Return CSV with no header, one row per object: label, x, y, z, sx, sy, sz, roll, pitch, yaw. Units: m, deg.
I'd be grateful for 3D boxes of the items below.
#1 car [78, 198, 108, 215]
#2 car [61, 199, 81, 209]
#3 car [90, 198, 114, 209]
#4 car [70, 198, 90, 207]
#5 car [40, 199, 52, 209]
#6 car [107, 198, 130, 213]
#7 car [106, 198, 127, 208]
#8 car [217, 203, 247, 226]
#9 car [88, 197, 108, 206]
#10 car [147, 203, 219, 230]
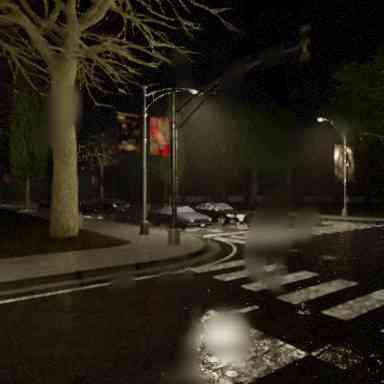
car,-10.912,1.675,35.323,1.994,1.385,4.181,0,0,-36
car,-19.037,1.845,52.216,1.994,1.385,4.181,0,0,-36
car,-13.694,1.679,50.477,1.882,1.535,5.008,0,0,-36
car,-19.831,1.771,58.844,1.882,1.535,5.008,0,-1,-36
car,-21.668,1.810,50.307,1.837,1.490,4.892,0,0,-36
car,-8.805,1.466,37.956,2.097,1.767,4.553,0,0,-36
car,-12.330,1.741,54.090,1.812,1.442,4.674,0,0,-35
car,1.742,1.508,23.430,2.128,1.511,4.902,0,0,-36
car,-17.200,1.768,60.752,1.882,1.535,5.008,0,-1,-36
car,-0.935,1.568,21.563,2.033,1.411,5.357,0,0,-36
